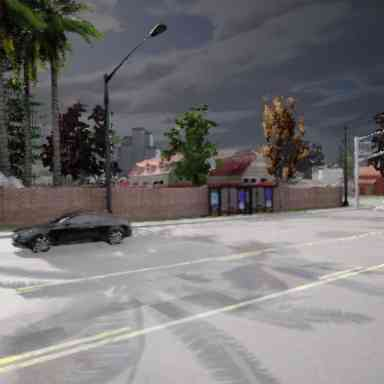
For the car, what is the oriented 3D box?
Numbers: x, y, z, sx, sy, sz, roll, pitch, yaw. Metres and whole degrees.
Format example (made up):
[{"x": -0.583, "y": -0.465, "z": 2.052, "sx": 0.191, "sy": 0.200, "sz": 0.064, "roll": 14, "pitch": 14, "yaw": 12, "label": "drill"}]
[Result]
[{"x": -4.682, "y": 1.510, "z": 13.549, "sx": 4.674, "sy": 1.442, "sz": 1.812, "roll": 0, "pitch": 0, "yaw": -35, "label": "car"}]
